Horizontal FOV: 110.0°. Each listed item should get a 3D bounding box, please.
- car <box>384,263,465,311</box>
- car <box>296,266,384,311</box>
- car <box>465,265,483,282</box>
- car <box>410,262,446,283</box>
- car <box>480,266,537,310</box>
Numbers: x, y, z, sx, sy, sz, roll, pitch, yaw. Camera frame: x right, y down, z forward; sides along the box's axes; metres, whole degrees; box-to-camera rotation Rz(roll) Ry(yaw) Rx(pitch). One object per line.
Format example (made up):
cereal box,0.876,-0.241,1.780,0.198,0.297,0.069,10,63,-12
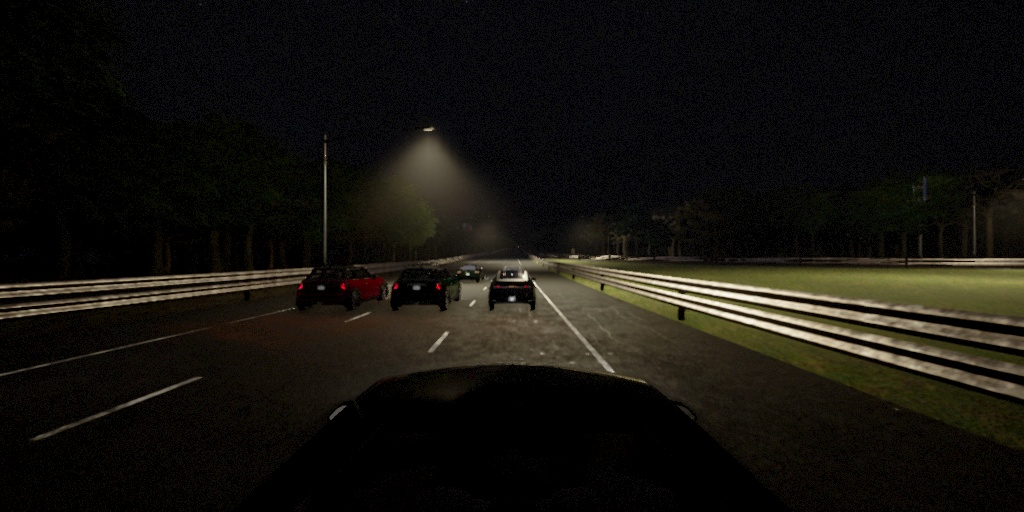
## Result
car,-3.476,1.201,15.258,2.097,1.767,4.553,0,0,1
car,-6.976,1.201,15.257,2.097,1.767,4.553,0,0,0
car,-3.479,1.413,30.319,1.994,1.385,4.181,0,0,1
car,-6.978,1.355,30.317,1.837,1.490,4.892,0,1,1
car,0.023,1.343,15.344,2.128,1.511,4.902,0,0,1
